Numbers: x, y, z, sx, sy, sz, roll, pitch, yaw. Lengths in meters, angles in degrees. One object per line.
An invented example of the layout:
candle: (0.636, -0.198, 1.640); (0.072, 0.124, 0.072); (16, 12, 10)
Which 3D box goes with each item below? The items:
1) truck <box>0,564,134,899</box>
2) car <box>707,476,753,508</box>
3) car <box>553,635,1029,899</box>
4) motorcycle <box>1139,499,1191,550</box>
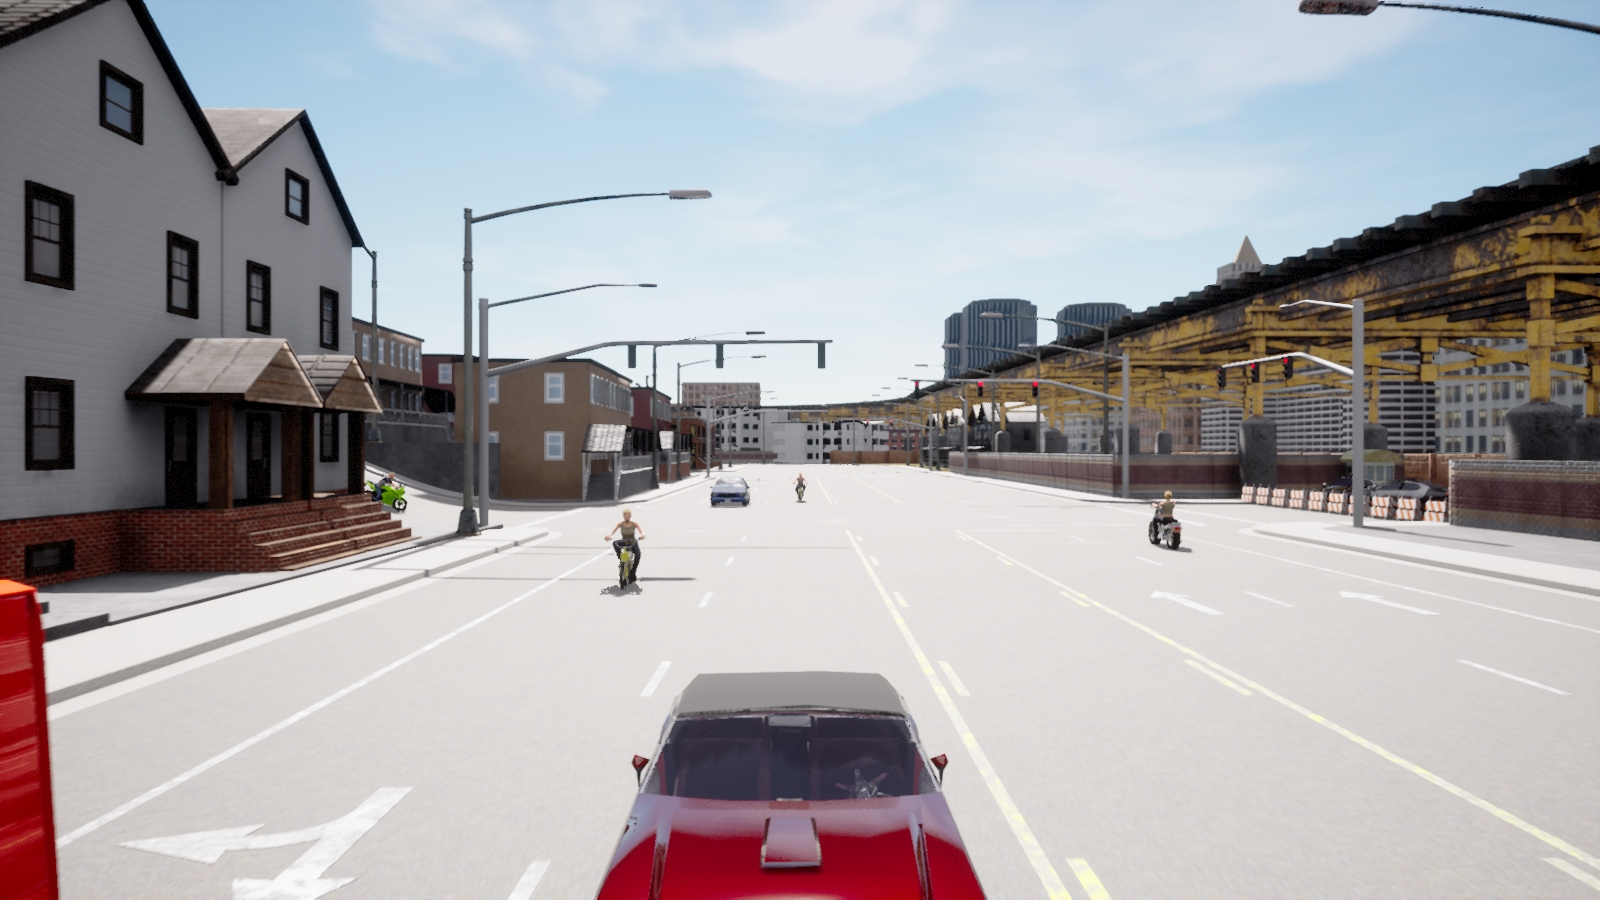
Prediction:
truck: (-3.497, 1.576, 1.126); (2.627, 2.467, 5.204); (0, -1, 0)
car: (-3.503, 2.085, 58.018); (2.033, 1.411, 5.357); (0, 0, 0)
car: (-0.059, 2.152, 6.906); (1.895, 1.301, 4.718); (0, 0, -1)
motorcycle: (10.496, 2.130, 32.953); (0.764, 1.332, 2.356); (0, 0, 0)
